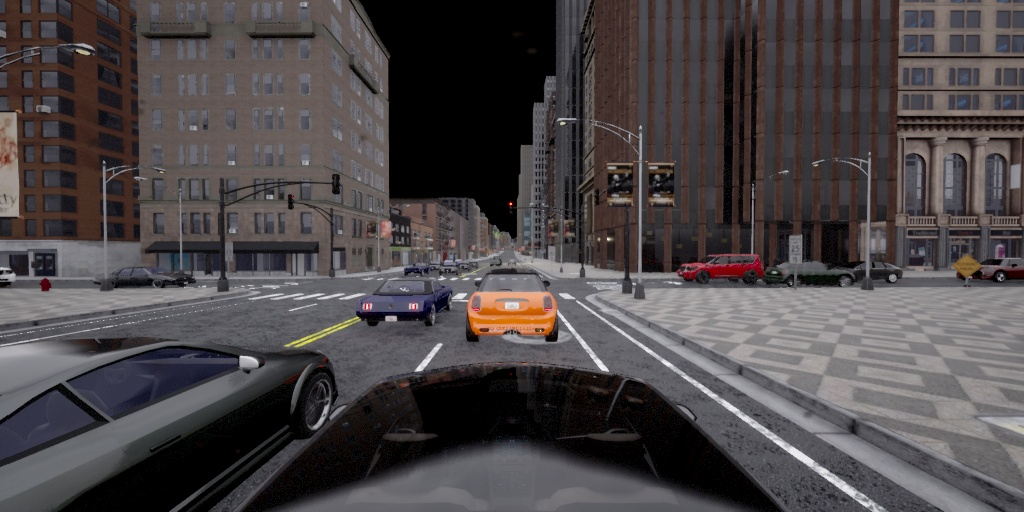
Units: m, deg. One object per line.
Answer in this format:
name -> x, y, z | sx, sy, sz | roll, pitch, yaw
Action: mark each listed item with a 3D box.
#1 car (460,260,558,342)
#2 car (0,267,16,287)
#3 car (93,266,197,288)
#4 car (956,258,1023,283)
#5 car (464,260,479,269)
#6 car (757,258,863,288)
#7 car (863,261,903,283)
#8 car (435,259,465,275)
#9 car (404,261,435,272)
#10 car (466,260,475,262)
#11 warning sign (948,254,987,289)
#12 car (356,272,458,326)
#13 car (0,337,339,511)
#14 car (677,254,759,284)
car -> 0.010, 1.101, 9.933 | 2.097, 1.767, 4.553 | 0, 0, 0
car -> -36.646, 1.116, 23.671 | 5.566, 2.045, 2.150 | 0, 1, 0
car -> -24.107, 1.397, 23.599 | 5.357, 1.411, 2.033 | 0, 1, 0
car -> 35.014, 0.926, 25.670 | 4.553, 1.767, 2.097 | 0, 1, 0
car -> -6.581, 1.343, 58.801 | 1.994, 1.385, 4.181 | 0, 0, 0
car -> 18.525, 1.044, 22.432 | 4.553, 1.767, 2.097 | 0, 1, 0
car -> 24.895, 1.119, 25.641 | 4.892, 1.490, 1.837 | 0, 1, 0
car -> -6.600, 1.331, 38.822 | 1.994, 1.385, 4.181 | 0, 0, 0
car -> -9.851, 1.367, 37.615 | 1.895, 1.301, 4.718 | 0, 0, 0
car -> -6.599, 1.338, 48.781 | 1.994, 1.385, 4.181 | 0, 0, 0
warning sign -> 25.178, 0.827, 19.839 | 1.060, 1.860, 1.300 | 0, 0, 0
car -> -3.149, 1.350, 11.585 | 1.895, 1.301, 4.718 | 0, 0, 0
car -> -3.158, 1.314, 2.766 | 1.994, 1.385, 4.181 | 0, 0, 1
car -> 14.840, 0.875, 25.604 | 5.566, 2.045, 2.150 | 0, 1, 0
